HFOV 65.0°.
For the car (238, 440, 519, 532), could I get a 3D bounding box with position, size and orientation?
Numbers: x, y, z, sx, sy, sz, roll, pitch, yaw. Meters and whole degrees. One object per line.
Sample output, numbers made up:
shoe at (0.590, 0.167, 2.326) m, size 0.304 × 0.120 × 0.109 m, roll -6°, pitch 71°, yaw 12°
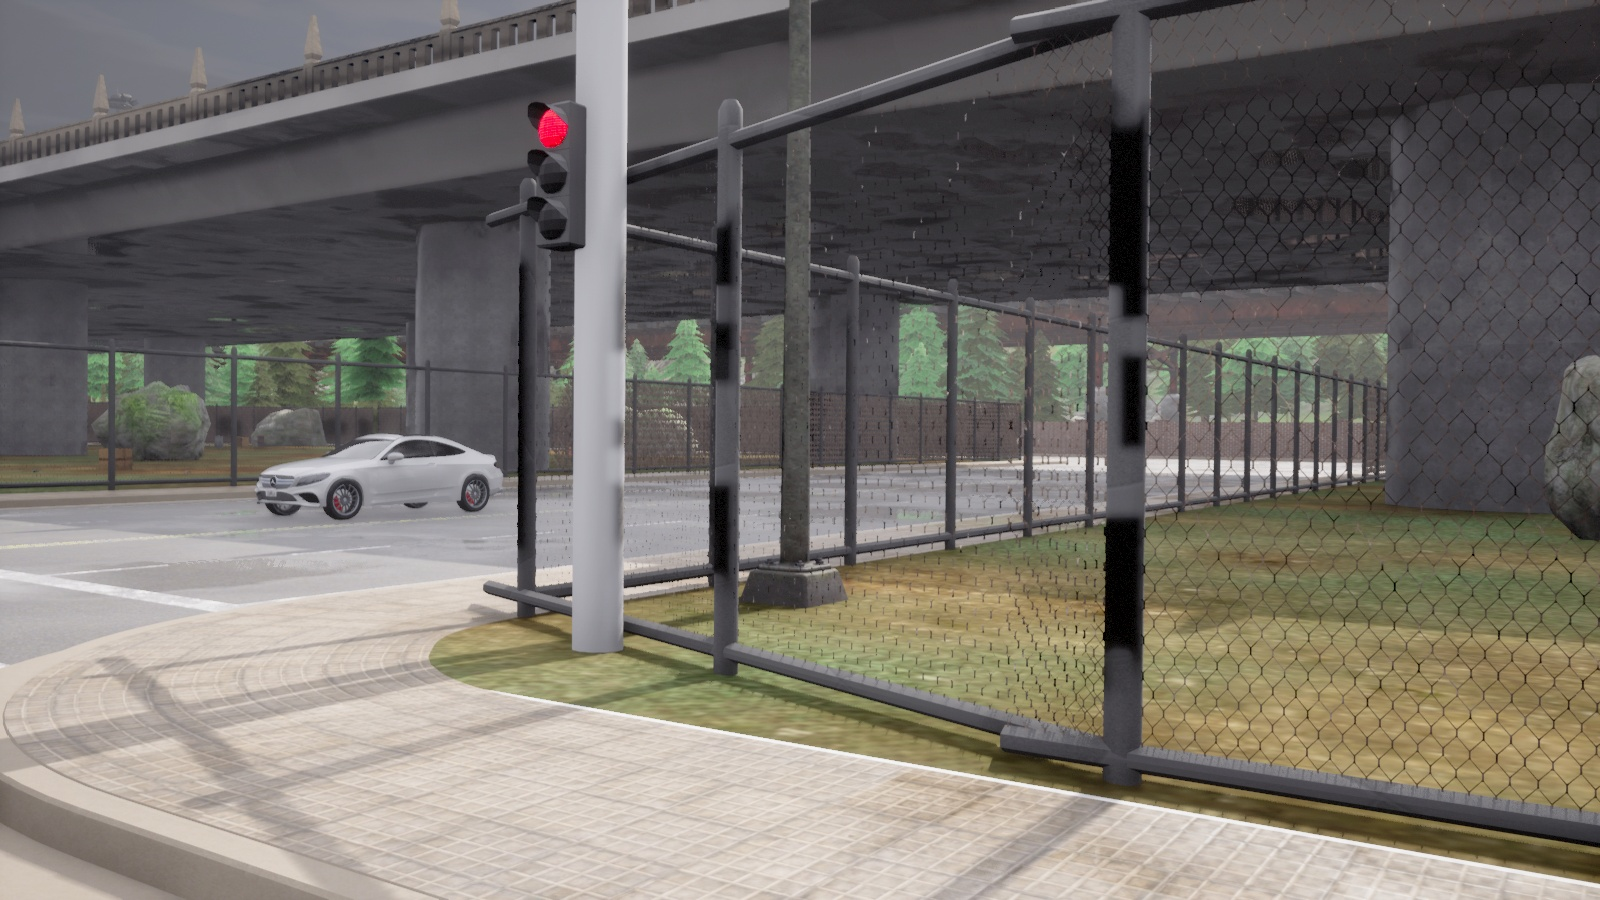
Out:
car at (-7.439, 0.564, 22.675) m, size 1.812 × 1.442 × 4.674 m, roll 0°, pitch 1°, yaw 33°
